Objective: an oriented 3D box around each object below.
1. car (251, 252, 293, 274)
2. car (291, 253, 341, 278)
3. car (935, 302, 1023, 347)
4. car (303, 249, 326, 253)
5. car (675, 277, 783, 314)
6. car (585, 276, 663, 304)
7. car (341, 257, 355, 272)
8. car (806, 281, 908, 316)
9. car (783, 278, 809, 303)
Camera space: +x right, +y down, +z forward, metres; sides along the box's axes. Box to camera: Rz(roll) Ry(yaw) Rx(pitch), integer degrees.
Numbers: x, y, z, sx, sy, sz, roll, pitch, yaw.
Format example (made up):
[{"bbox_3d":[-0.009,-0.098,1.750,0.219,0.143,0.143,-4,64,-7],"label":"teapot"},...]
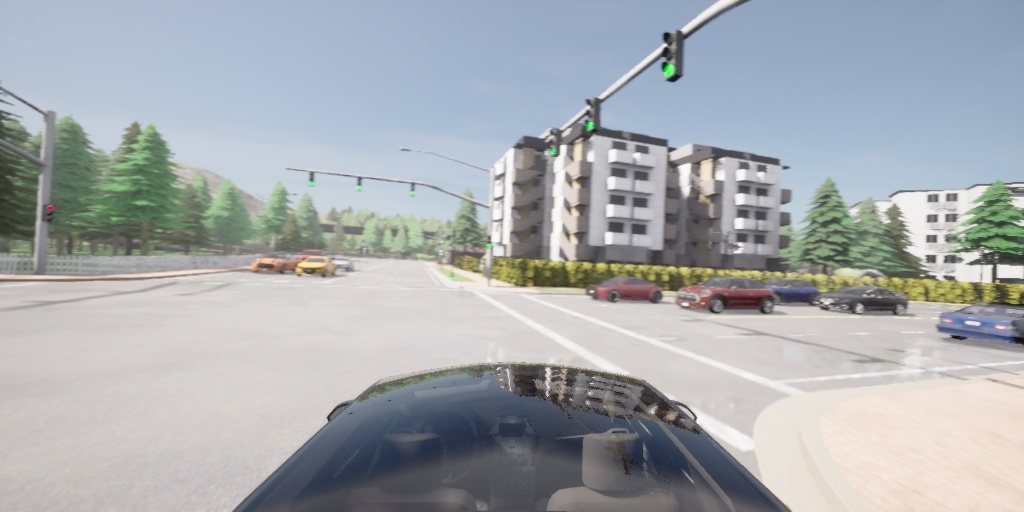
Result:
[{"bbox_3d":[-18.846,0.461,28.725,2.097,1.767,4.553,3,-1,-15],"label":"car"},{"bbox_3d":[-14.969,0.770,27.728,1.882,1.535,5.008,3,-1,-15],"label":"car"},{"bbox_3d":[16.819,2.292,11.930,5.357,1.411,2.033,3,-1,-16],"label":"car"},{"bbox_3d":[-21.584,0.309,38.928,2.150,2.045,5.566,3,-1,-15],"label":"car"},{"bbox_3d":[10.328,1.798,17.512,4.553,1.767,2.097,3,-1,-16],"label":"car"},{"bbox_3d":[6.214,1.831,19.916,4.181,1.385,1.994,3,-1,-17],"label":"car"},{"bbox_3d":[-17.391,0.799,36.747,1.812,1.442,4.674,3,-1,-15],"label":"car"},{"bbox_3d":[19.505,2.440,20.019,4.892,1.490,1.837,3,-1,-12],"label":"car"},{"bbox_3d":[17.168,2.203,23.017,4.553,1.767,2.097,3,-1,-12],"label":"car"}]
